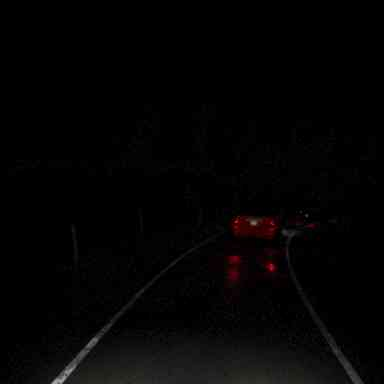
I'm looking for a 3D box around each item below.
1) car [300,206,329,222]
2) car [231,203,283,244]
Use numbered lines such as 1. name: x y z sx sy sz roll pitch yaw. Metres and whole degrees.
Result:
1. car: 12.026 2.092 32.600 1.812 1.442 4.674 3 0 37
2. car: 3.361 1.412 16.539 2.097 1.767 4.553 2 0 18
